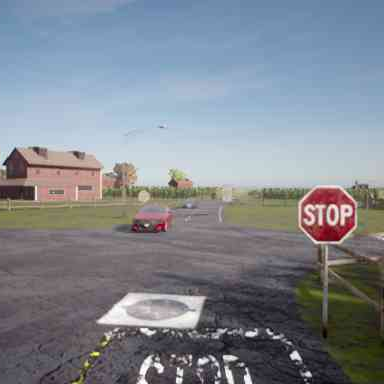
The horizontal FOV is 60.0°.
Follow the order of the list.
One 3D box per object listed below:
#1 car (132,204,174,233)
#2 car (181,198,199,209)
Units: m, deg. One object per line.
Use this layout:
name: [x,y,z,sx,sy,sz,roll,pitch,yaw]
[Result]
car: [-2.213,1.488,19.705,1.882,1.535,5.008,0,-1,3]
car: [-0.210,1.584,45.360,1.812,1.442,4.674,0,0,6]
